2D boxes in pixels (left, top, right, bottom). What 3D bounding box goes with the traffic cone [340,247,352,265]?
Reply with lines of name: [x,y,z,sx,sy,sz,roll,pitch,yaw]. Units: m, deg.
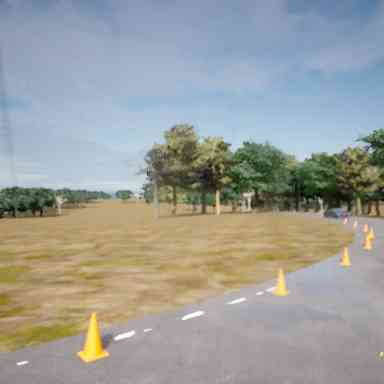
traffic cone: [5.270,2.173,11.386,0.340,0.580,0.340,-1,-1,39]

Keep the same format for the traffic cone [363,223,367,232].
traffic cone: [12.337,2.508,23.587,0.340,0.580,0.340,0,-2,21]

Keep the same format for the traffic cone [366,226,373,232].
traffic cone: [10.411,2.378,19.281,0.340,0.580,0.340,0,-2,27]

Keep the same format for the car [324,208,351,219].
car: [19.639,2.908,45.313,2.033,1.411,5.357,0,-2,3]

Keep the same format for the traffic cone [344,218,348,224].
traffic cone: [15.162,2.824,32.873,0.340,0.580,0.340,0,-2,15]

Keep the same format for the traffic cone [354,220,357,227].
traffic cone: [13.832,2.658,28.121,0.340,0.580,0.340,0,-2,16]

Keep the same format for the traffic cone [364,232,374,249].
traffic cone: [8.047,2.266,15.199,0.340,0.580,0.340,-1,-2,33]

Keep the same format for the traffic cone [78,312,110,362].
traffic cone: [-1.394,2.015,4.730,0.340,0.580,0.340,1,-1,-39]

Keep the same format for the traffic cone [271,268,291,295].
traffic cone: [2.112,2.092,7.884,0.340,0.580,0.340,1,-1,-45]
